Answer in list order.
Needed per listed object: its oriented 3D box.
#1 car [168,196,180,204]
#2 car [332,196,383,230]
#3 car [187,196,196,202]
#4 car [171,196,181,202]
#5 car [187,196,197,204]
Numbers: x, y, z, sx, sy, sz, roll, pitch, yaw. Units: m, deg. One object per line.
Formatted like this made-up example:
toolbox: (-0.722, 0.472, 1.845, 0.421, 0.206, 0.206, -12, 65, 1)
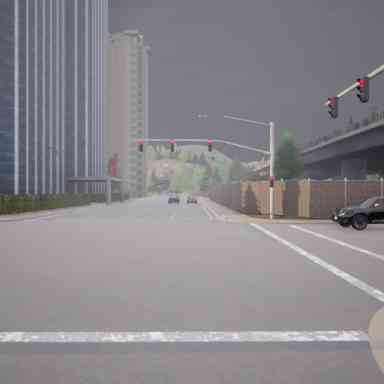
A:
car: (-3.497, 1.478, 64.199, 1.882, 1.535, 5.008, 0, 0, 0)
car: (11.814, 1.277, 20.931, 5.566, 2.045, 2.150, 0, 0, 0)
car: (-0.110, 1.595, 74.558, 1.895, 1.301, 4.718, 0, 0, 0)
car: (-3.609, 1.540, 74.416, 2.033, 1.411, 5.357, 0, 0, 0)
car: (0.004, 1.564, 64.595, 1.994, 1.385, 4.181, 0, 0, 0)
